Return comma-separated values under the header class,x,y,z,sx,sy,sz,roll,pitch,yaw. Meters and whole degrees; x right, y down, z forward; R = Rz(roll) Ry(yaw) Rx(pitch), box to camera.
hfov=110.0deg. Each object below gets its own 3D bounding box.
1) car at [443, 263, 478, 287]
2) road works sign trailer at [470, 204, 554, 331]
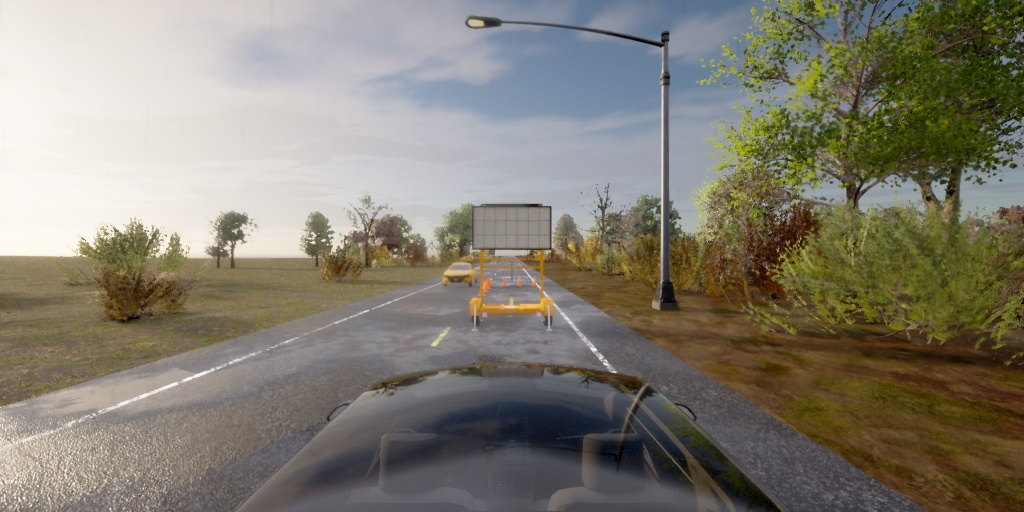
class,x,y,z,sx,sy,sz,roll,pitch,yaw
car,-3.508,1.220,24.889,1.882,1.535,5.008,0,0,0
road works sign trailer,-0.003,0.214,10.994,2.380,3.560,2.880,0,0,0
